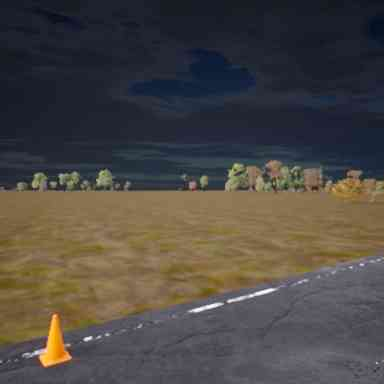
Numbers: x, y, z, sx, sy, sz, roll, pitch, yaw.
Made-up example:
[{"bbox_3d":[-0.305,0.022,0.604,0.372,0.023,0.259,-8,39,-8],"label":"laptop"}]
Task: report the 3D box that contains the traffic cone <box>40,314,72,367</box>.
[{"bbox_3d":[-1.847,1.958,4.508,0.340,0.580,0.340,0,0,-36],"label":"traffic cone"}]
